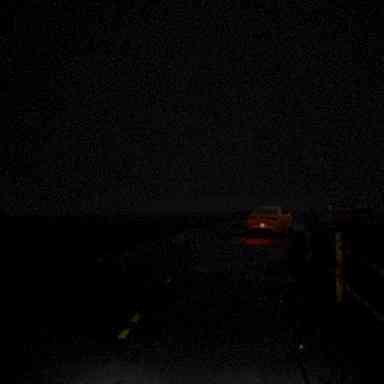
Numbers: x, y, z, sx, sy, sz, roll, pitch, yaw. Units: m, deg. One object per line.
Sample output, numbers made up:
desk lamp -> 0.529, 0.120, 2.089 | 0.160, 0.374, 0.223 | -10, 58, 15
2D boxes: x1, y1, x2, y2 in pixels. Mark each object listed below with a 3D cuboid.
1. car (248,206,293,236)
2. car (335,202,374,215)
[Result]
car -> 4.672, 1.577, 19.453 | 1.882, 1.535, 5.008 | 0, 0, 25
car -> 17.349, 1.749, 35.513 | 5.357, 1.411, 2.033 | 0, 0, -38
